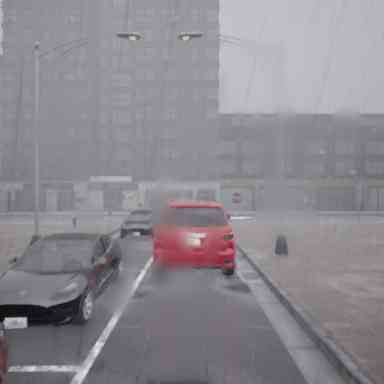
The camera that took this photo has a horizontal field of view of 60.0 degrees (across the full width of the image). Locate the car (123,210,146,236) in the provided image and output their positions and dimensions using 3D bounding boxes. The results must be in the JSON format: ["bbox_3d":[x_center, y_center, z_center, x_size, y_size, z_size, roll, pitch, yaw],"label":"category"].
[{"bbox_3d":[-2.648,1.647,18.080,1.947,1.339,4.313,0,0,0],"label":"car"}]

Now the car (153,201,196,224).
[{"bbox_3d":[-1.543,1.602,27.068,1.882,1.535,5.008,1,0,-23],"label":"car"}]

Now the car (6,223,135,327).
[{"bbox_3d":[-2.643,1.599,7.176,1.947,1.339,4.313,0,0,0],"label":"car"}]

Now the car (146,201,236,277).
[{"bbox_3d":[0.071,1.271,10.550,2.150,2.045,5.566,0,0,0],"label":"car"}]

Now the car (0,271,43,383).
[{"bbox_3d":[-2.640,1.590,1.723,1.802,1.307,4.206,0,0,0],"label":"car"}]
